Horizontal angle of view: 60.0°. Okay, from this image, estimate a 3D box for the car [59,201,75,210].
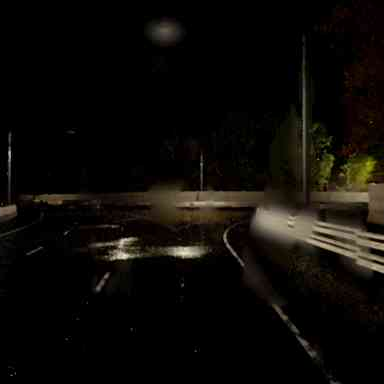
[{"bbox_3d":[-21.630,2.366,57.688,1.837,1.490,4.892,1,-1,-33],"label":"car"}]

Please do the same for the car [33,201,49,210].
[{"bbox_3d":[-26.777,2.391,59.018,1.837,1.490,4.892,1,-1,-38],"label":"car"}]

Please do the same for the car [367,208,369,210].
[{"bbox_3d":[31.689,2.257,56.356,5.008,1.535,1.882,0,-1,-23],"label":"car"}]

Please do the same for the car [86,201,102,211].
[{"bbox_3d":[-16.520,2.323,56.080,2.128,1.511,4.902,1,-1,-31],"label":"car"}]
